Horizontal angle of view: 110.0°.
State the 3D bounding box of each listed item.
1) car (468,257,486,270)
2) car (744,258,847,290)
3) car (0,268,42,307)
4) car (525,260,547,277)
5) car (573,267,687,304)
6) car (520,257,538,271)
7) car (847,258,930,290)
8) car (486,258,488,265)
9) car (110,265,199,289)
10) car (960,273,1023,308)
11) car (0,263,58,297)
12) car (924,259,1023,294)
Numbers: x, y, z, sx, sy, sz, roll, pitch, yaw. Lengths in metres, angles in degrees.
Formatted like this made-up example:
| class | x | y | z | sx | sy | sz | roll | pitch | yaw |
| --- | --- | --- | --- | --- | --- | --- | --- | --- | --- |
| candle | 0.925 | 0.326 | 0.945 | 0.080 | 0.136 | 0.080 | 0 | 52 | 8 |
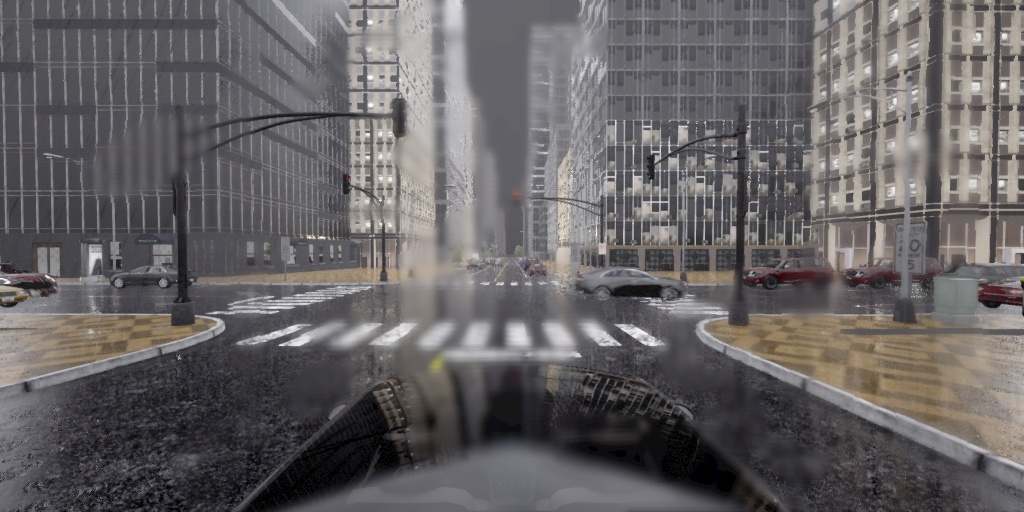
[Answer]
| class | x | y | z | sx | sy | sz | roll | pitch | yaw |
| --- | --- | --- | --- | --- | --- | --- | --- | --- | --- |
| car | -5.297 | 1.168 | 52.328 | 1.967 | 1.591 | 4.097 | 0 | 0 | 0 |
| car | 16.568 | 1.024 | 21.637 | 5.009 | 1.841 | 2.192 | 0 | 0 | 0 |
| car | -21.257 | 1.301 | 13.426 | 4.829 | 1.417 | 1.751 | 0 | 0 | 0 |
| car | 2.544 | 1.319 | 35.776 | 1.802 | 1.307 | 4.207 | 0 | 0 | 0 |
| car | 5.241 | 1.251 | 16.169 | 4.902 | 1.511 | 2.128 | 1 | 1 | 0 |
| car | 2.570 | 1.046 | 46.826 | 2.192 | 1.841 | 5.009 | 0 | 0 | 0 |
| car | 22.900 | 1.032 | 21.649 | 5.009 | 1.841 | 2.192 | 0 | 0 | 0 |
| car | -5.295 | 1.307 | 57.853 | 1.802 | 1.307 | 4.207 | 0 | 0 | 0 |
| car | -21.442 | 1.205 | 21.564 | 4.403 | 1.370 | 2.007 | 0 | 0 | 0 |
| car | 20.184 | 1.417 | 13.505 | 4.207 | 1.307 | 1.802 | 0 | 0 | 0 |
| car | -23.635 | 1.079 | 16.103 | 4.553 | 1.767 | 2.097 | 0 | 1 | 0 |
| car | 22.209 | 1.150 | 16.189 | 4.553 | 1.767 | 2.097 | 0 | 1 | 0 |
